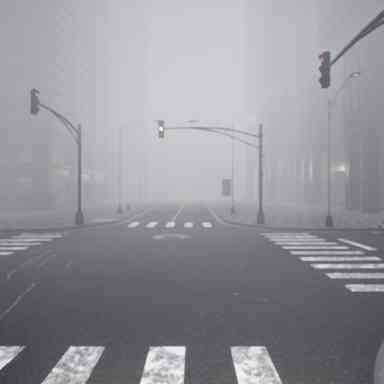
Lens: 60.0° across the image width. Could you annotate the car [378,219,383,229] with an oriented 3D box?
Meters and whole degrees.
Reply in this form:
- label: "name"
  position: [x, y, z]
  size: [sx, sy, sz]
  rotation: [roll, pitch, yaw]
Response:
- label: "car"
  position: [11.757, 1.378, 16.237]
  size: [4.829, 1.417, 1.752]
  rotation: [0, 0, 0]
